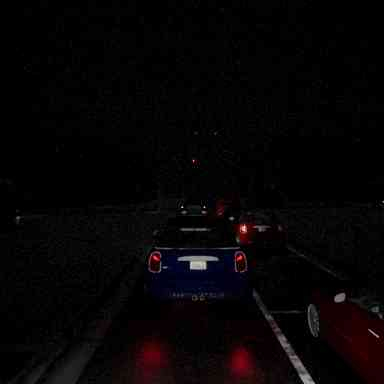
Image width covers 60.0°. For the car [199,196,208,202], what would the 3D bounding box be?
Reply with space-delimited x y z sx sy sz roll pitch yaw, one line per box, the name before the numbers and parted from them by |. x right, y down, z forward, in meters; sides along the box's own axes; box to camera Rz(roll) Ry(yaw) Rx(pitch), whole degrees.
car | 2.685 1.653 78.629 2.008 1.369 4.403 -1 0 0

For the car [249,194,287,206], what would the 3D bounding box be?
car | 9.074 1.086 40.225 4.553 1.767 2.097 -1 1 4

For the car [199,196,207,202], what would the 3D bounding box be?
car | 2.688 1.663 84.036 1.887 1.381 4.507 -1 0 0

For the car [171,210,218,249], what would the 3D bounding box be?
car | 0.106 1.602 15.517 1.895 1.301 4.718 0 0 0

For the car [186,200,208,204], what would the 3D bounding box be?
car | 0.120 1.572 25.529 1.994 1.385 4.181 0 0 -1

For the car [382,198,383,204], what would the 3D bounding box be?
car | 25.422 0.847 39.925 4.892 1.490 1.837 -1 1 0

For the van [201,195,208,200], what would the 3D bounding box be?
van | 2.662 1.381 51.598 1.690 1.788 3.998 -1 0 0

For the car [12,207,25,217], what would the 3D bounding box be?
car | -21.112 2.114 36.993 4.674 1.442 1.812 -2 1 0

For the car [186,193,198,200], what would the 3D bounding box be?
car | 0.047 1.276 59.216 2.150 2.045 5.566 0 0 1

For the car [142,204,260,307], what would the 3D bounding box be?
car | 0.075 1.352 8.169 2.097 1.767 4.553 0 0 -1

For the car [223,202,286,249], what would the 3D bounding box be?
car | 2.638 1.441 14.431 1.967 1.590 4.097 -1 0 0

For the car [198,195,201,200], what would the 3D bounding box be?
car | 2.666 1.365 57.004 2.192 1.841 5.009 -1 0 0

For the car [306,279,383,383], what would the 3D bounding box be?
car | 2.632 1.581 3.626 1.802 1.307 4.206 -1 0 0

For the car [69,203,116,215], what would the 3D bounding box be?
car | -10.986 1.895 36.977 4.718 1.301 1.895 -2 1 0

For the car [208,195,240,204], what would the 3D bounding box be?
car | 2.644 1.323 25.236 2.192 1.841 5.009 -1 0 0
